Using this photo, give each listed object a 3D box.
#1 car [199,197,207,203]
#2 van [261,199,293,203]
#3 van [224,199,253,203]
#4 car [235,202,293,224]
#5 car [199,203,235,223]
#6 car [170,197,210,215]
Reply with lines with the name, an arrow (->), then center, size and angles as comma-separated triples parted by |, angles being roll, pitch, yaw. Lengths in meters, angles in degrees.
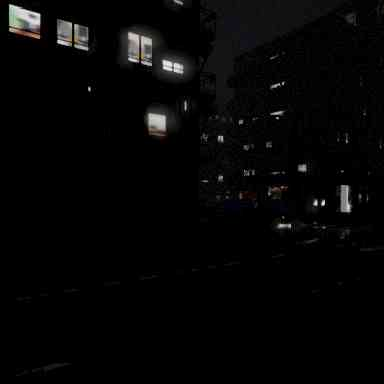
car -> -0.542, 1.734, 36.180 | 2.097, 1.767, 4.553 | 0, -1, -36
van -> 8.541, 1.603, 33.562 | 1.690, 1.788, 3.998 | -1, 0, -36
van -> 5.228, 1.676, 38.080 | 1.690, 1.788, 3.998 | -1, 0, -36
car -> 5.907, 1.802, 27.399 | 1.994, 1.385, 4.181 | 0, -1, -36
car -> 1.798, 1.874, 28.649 | 1.802, 1.307, 4.206 | -1, 0, -36
car -> -0.352, 1.644, 41.313 | 2.150, 2.045, 5.566 | 0, -1, -37
